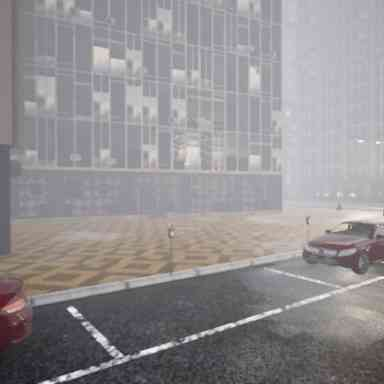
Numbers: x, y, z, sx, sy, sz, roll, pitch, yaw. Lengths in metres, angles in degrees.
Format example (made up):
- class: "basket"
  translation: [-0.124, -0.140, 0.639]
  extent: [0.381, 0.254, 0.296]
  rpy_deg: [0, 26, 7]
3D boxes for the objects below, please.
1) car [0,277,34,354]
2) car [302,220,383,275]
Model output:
- class: "car"
  translation: [-4.072, 1.587, 3.658]
  extent: [4.206, 1.307, 1.802]
  rpy_deg: [0, 0, -35]
- class: "car"
  translation: [5.207, 1.537, 10.260]
  extent: [4.206, 1.307, 1.802]
  rpy_deg: [0, 0, -35]
